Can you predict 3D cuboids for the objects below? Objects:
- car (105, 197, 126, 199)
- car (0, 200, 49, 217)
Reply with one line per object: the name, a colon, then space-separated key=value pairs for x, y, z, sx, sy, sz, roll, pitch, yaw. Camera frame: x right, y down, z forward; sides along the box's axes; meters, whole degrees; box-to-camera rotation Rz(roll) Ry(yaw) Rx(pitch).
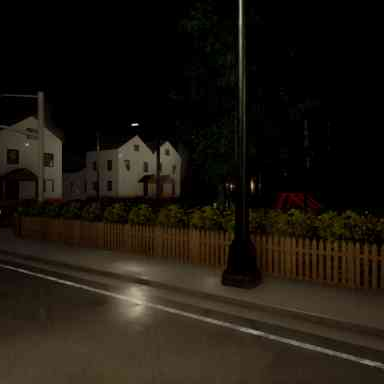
car: x=-9.389 y=1.352 z=38.811 sx=2.097 sy=1.767 sz=4.553 roll=0 pitch=0 yaw=35
car: x=-15.037 y=1.491 z=30.641 sx=2.128 sy=1.511 sz=4.902 roll=0 pitch=0 yaw=35
